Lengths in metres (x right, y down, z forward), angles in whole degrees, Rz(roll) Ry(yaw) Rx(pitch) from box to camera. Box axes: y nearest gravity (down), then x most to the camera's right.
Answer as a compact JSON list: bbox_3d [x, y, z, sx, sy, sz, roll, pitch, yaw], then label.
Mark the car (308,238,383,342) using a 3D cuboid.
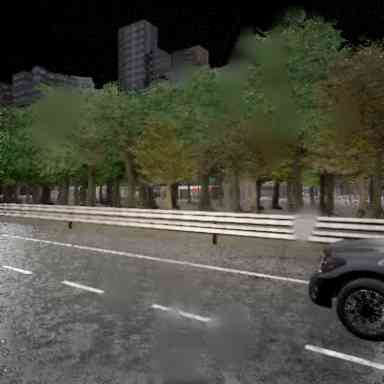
[{"bbox_3d":[4.672,1.223,4.833,5.566,2.045,2.150,0,0,36],"label":"car"}]
